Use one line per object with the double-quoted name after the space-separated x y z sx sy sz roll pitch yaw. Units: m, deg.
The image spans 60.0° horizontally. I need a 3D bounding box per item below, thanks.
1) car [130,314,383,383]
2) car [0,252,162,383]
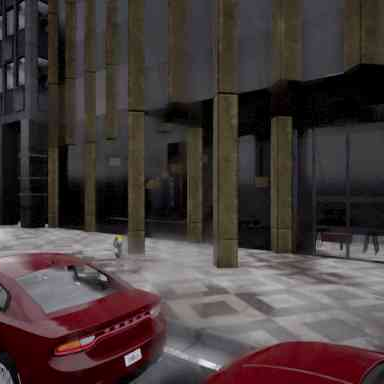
2.016 1.545 1.525 4.507 1.381 1.887 0 0 35 "car"
-2.414 1.545 4.678 4.507 1.381 1.887 0 0 35 "car"
